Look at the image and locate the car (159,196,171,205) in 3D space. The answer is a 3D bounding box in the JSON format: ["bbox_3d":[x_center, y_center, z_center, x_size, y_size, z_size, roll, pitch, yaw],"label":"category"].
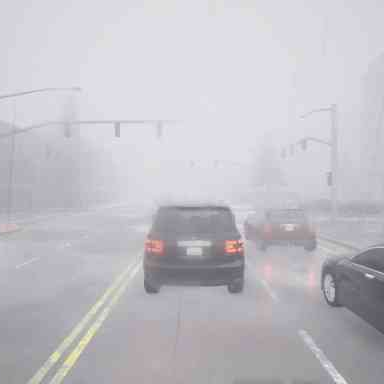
[{"bbox_3d":[-4.901,1.477,61.329,1.882,1.535,5.008,0,0,-1],"label":"car"}]

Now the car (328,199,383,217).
[{"bbox_3d":[15.513,1.477,30.409,5.008,1.535,1.882,0,0,-1],"label":"car"}]

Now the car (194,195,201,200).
[{"bbox_3d":[1.467,1.552,90.364,1.994,1.385,4.181,0,0,-1],"label":"car"}]

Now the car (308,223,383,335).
[{"bbox_3d":[3.607,1.505,5.081,1.837,1.490,4.892,0,0,0],"label":"car"}]

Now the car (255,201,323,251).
[{"bbox_3d":[3.535,1.352,14.162,2.097,1.767,4.553,0,0,0],"label":"car"}]

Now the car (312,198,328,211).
[{"bbox_3d":[14.438,1.505,37.562,4.892,1.490,1.837,0,0,-2],"label":"car"}]

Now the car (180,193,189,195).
[{"bbox_3d":[-1.790,1.496,80.218,1.837,1.490,4.892,0,0,-1],"label":"car"}]

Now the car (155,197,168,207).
[{"bbox_3d":[-4.701,1.526,51.941,1.812,1.442,4.674,0,0,-1],"label":"car"}]

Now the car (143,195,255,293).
[{"bbox_3d":[0.054,1.221,8.984,2.150,2.045,5.566,0,0,0],"label":"car"}]

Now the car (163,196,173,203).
[{"bbox_3d":[-5.074,1.552,71.212,1.994,1.385,4.181,0,0,-1],"label":"car"}]
